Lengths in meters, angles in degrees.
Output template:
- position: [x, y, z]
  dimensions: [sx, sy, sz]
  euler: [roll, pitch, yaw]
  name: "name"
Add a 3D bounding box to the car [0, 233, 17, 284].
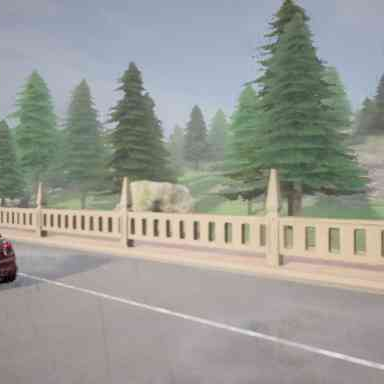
- position: [-6.627, 1.463, 8.720]
  dimensions: [4.553, 1.767, 2.097]
  euler: [-1, 0, 35]
  name: "car"
